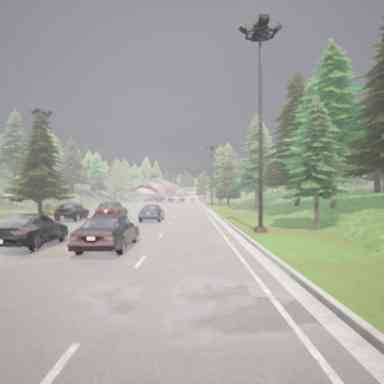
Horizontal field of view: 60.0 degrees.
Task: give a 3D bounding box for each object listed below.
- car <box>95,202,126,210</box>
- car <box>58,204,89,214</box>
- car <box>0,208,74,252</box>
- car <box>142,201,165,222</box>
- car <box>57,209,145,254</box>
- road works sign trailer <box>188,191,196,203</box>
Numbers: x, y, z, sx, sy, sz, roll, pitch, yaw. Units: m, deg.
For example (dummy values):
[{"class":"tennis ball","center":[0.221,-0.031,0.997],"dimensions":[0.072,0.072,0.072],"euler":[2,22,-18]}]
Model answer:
[{"class":"car","center":[-6.982,1.622,29.084],"dimensions":[2.097,1.767,4.553],"euler":[0,-1,0]},{"class":"car","center":[-10.480,1.781,29.311],"dimensions":[1.837,1.490,4.892],"euler":[0,0,0]},{"class":"car","center":[-6.987,1.661,14.398],"dimensions":[1.812,1.442,4.674],"euler":[0,0,0]},{"class":"car","center":[-3.483,1.818,28.986],"dimensions":[2.033,1.411,5.357],"euler":[0,-1,0]},{"class":"car","center":[-3.491,1.679,13.987],"dimensions":[2.033,1.411,5.357],"euler":[0,-1,0]},{"class":"road works sign trailer","center":[0.053,1.336,93.571],"dimensions":[2.380,3.560,2.880],"euler":[0,-1,0]}]
